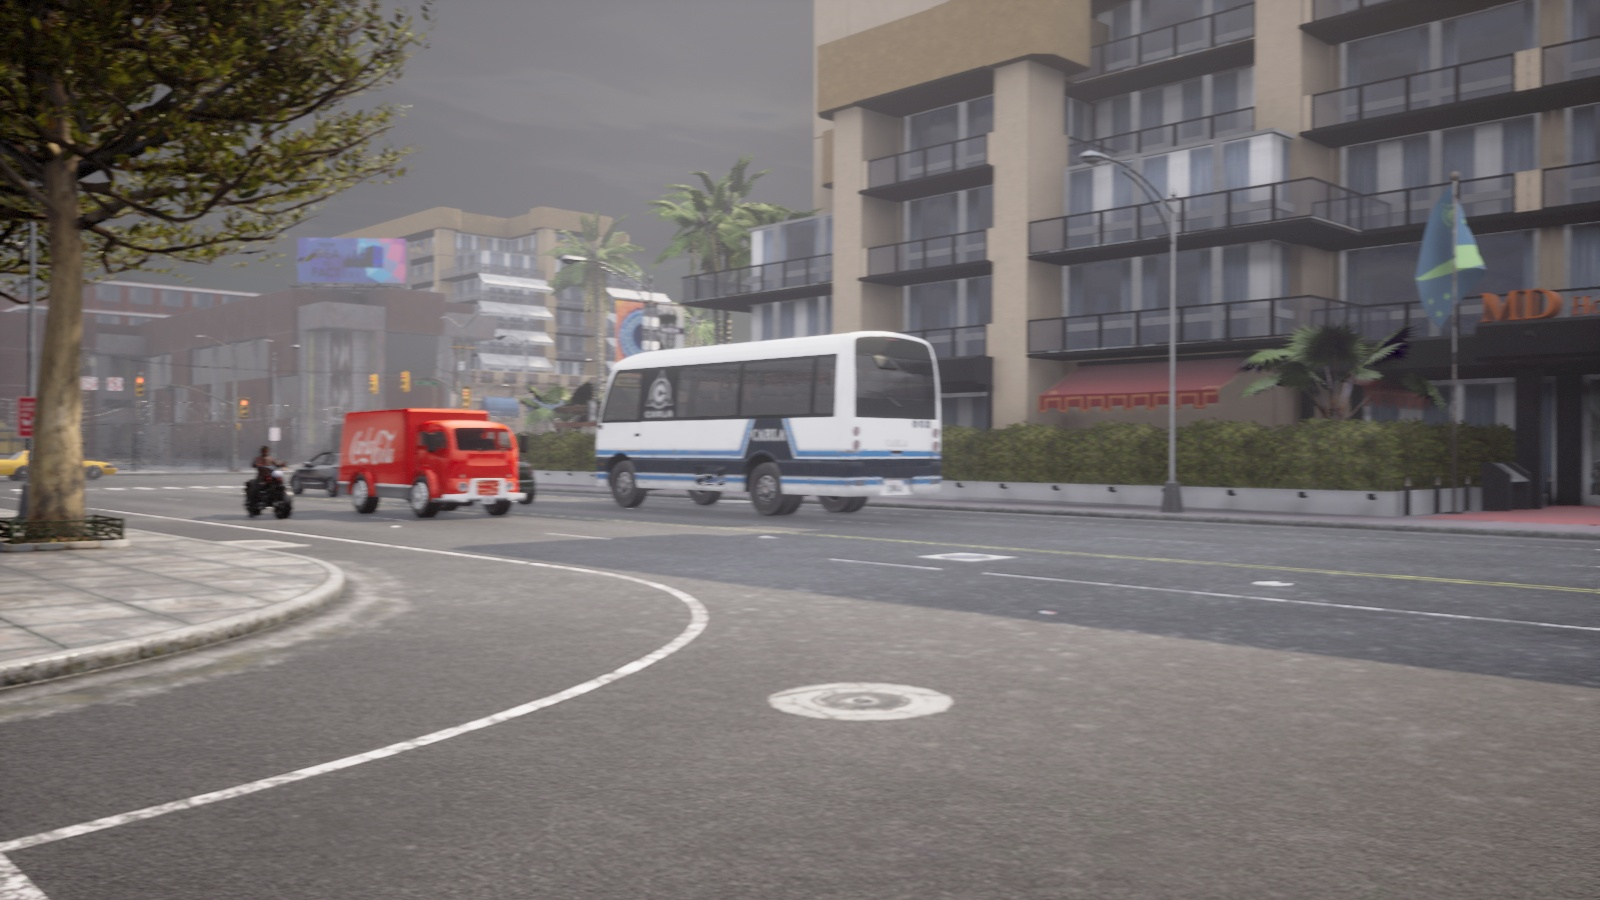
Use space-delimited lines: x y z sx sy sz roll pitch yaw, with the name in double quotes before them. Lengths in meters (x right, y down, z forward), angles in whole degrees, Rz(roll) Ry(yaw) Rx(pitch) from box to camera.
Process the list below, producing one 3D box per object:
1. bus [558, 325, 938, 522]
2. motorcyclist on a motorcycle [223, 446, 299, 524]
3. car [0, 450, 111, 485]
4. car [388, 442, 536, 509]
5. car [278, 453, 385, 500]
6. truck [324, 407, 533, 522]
"bus" -1.698 -0.567 32.254 3.944 4.253 10.273 0 0 -44
"motorcyclist on a motorcycle" -11.918 0.748 27.739 0.766 1.649 2.350 0 0 -44
"car" -35.588 0.796 58.995 5.366 1.575 1.801 0 0 -43
"car" -9.589 0.673 35.427 2.097 1.767 4.553 0 0 -44
"car" -15.590 0.840 41.700 1.816 1.474 4.193 0 0 -44
"truck" -8.840 0.316 29.586 2.627 2.467 5.204 0 0 -44
